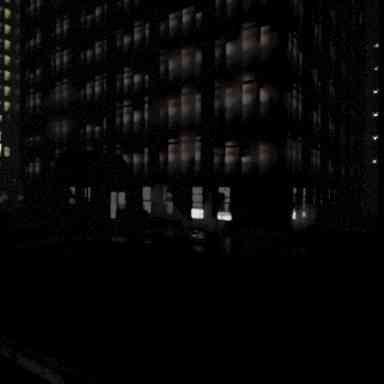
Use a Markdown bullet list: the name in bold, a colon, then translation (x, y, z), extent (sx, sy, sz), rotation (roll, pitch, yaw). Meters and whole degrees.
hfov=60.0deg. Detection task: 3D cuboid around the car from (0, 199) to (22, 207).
- **car**: translation (-35.675, 2.112, 65.254), extent (1.967, 1.590, 4.097), rotation (0, -1, 35)
